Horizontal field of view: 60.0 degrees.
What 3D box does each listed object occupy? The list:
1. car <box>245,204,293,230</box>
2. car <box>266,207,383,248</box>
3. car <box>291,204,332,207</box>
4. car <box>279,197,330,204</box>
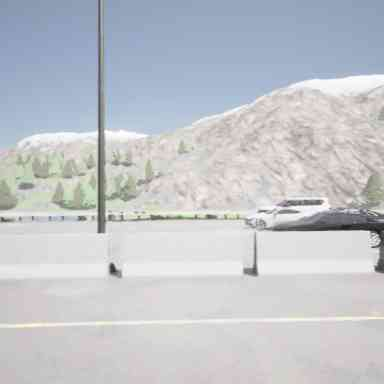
[{"bbox_3d":[5.870,1.704,21.803,4.674,1.442,1.812,0,-1,0],"label":"car"},{"bbox_3d":[6.133,1.588,14.811,5.008,1.535,1.882,0,-1,1],"label":"car"},{"bbox_3d":[8.325,1.622,18.281,4.902,1.511,2.128,0,-1,1],"label":"car"},{"bbox_3d":[7.809,1.422,25.308,5.566,2.045,2.150,0,-1,1],"label":"car"}]
